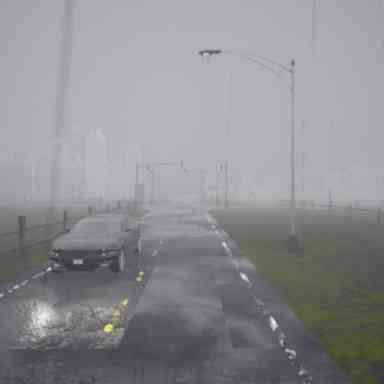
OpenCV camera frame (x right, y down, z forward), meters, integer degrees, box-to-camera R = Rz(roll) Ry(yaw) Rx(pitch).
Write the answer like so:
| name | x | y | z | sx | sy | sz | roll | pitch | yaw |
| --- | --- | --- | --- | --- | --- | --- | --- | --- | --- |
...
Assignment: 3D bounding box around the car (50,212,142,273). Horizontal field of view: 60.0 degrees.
| name | x | y | z | sx | sy | sz | roll | pitch | yaw |
| --- | --- | --- | --- | --- | --- | --- | --- | --- | --- |
| car | -2.848 | 1.468 | 10.802 | 1.882 | 1.535 | 5.008 | 0 | 0 | 0 |
